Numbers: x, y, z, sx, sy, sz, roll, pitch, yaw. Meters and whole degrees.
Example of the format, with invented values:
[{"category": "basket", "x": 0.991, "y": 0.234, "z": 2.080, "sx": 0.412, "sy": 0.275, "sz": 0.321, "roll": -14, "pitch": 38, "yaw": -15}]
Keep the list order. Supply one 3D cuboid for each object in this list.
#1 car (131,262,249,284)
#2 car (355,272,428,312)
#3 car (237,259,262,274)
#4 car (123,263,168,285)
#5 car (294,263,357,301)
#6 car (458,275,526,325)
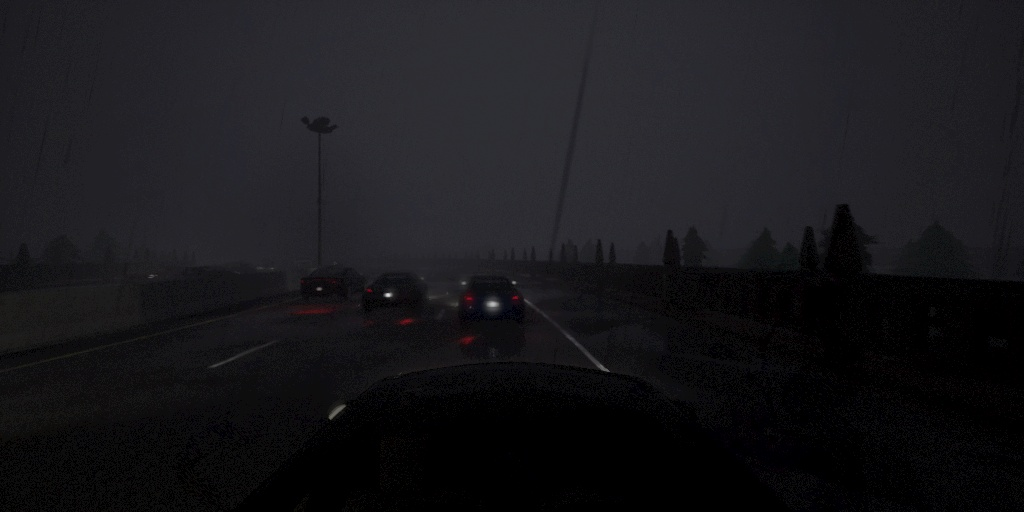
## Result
[{"category": "car", "x": -16.025, "y": 1.275, "z": 18.307, "sx": 2.128, "sy": 1.511, "sz": 4.902, "roll": 0, "pitch": 0, "yaw": -12}, {"category": "car", "x": -4.550, "y": 1.324, "z": 14.413, "sx": 1.994, "sy": 1.385, "sz": 4.181, "roll": 0, "pitch": 0, "yaw": -8}, {"category": "car", "x": -22.655, "y": 1.275, "z": 29.476, "sx": 1.882, "sy": 1.535, "sz": 5.008, "roll": 0, "pitch": 0, "yaw": -19}, {"category": "car", "x": -25.044, "y": 1.280, "z": 25.541, "sx": 1.882, "sy": 1.535, "sz": 5.008, "roll": 0, "pitch": 0, "yaw": -17}, {"category": "car", "x": -8.576, "y": 1.246, "z": 17.648, "sx": 1.882, "sy": 1.535, "sz": 5.008, "roll": 0, "pitch": 0, "yaw": -9}, {"category": "car", "x": -0.741, "y": 1.316, "z": 11.931, "sx": 1.994, "sy": 1.385, "sz": 4.181, "roll": 0, "pitch": 0, "yaw": -6}]
